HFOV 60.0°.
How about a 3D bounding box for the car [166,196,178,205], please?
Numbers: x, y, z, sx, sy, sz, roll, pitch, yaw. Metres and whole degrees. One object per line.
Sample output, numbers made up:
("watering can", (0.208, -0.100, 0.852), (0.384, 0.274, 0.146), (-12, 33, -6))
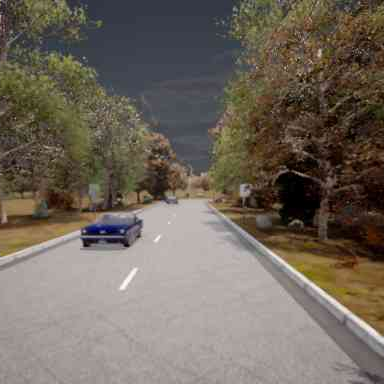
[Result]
("car", (-3.307, 1.365, 55.316), (1.812, 1.442, 4.674), (0, 0, 0))

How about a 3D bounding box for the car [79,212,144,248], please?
("car", (-3.349, 1.569, 14.685), (1.895, 1.301, 4.718), (0, 0, 0))
